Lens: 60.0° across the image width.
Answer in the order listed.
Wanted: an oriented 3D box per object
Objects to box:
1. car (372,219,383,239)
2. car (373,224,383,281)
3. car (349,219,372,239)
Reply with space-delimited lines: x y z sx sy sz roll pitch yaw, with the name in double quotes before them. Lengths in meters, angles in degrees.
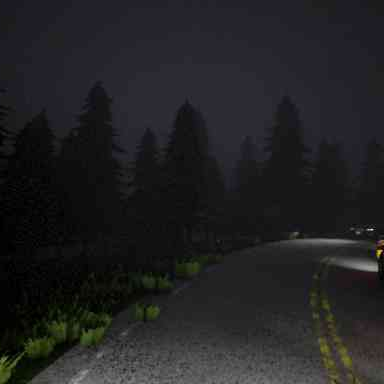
"car" 8.397 1.908 13.098 1.801 1.575 5.366 0 -2 32
"car" 5.801 1.831 7.999 1.837 1.490 4.892 2 0 22
"car" 13.319 2.732 24.016 4.902 1.511 2.128 7 -6 -35
